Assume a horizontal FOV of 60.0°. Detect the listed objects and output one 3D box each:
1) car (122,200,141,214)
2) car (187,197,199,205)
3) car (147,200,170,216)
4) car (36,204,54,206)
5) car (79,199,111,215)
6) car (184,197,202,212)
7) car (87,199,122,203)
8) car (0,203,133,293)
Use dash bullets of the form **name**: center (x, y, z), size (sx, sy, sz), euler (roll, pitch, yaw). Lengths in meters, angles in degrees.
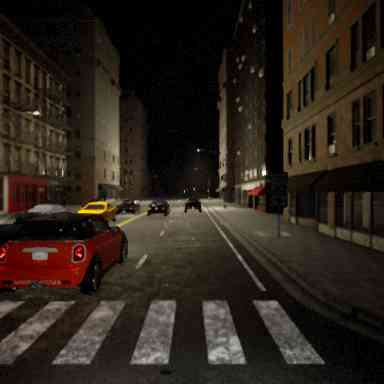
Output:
- **car**: center (-6.568, 1.518, 34.849), size (2.033, 1.411, 5.357), euler (0, 0, 0)
- **car**: center (0.112, 1.528, 57.471), size (1.895, 1.301, 4.718), euler (0, 0, -1)
- **car**: center (-3.141, 1.513, 32.020), size (2.033, 1.411, 5.357), euler (0, 0, 0)
- **car**: center (-9.838, 1.541, 22.599), size (2.033, 1.411, 5.357), euler (0, 0, 0)
- **car**: center (-9.823, 1.484, 34.159), size (1.837, 1.490, 4.892), euler (0, 0, 0)
- **car**: center (0.111, 1.455, 38.424), size (1.837, 1.490, 4.892), euler (0, 0, 0)
- **car**: center (-6.586, 1.462, 23.305), size (1.882, 1.535, 5.008), euler (0, 0, 0)
- **car**: center (-3.150, 1.345, 9.009), size (2.097, 1.767, 4.553), euler (0, 0, 0)
